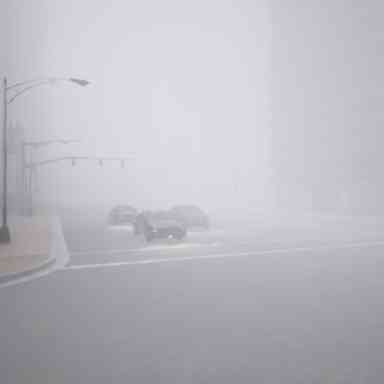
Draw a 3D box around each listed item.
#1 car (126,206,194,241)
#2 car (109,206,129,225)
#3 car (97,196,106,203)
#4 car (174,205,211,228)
[{"bbox_3d":[-1.945,1.722,18.147,2.033,1.411,5.357,0,0,-21],"label":"car"},{"bbox_3d":[-5.446,1.800,26.700,1.994,1.385,4.181,0,0,-23],"label":"car"},{"bbox_3d":[-25.104,1.912,92.004,2.097,1.767,4.553,0,0,-23],"label":"car"},{"bbox_3d":[-0.337,1.714,23.515,1.837,1.490,4.892,0,0,-22],"label":"car"}]
